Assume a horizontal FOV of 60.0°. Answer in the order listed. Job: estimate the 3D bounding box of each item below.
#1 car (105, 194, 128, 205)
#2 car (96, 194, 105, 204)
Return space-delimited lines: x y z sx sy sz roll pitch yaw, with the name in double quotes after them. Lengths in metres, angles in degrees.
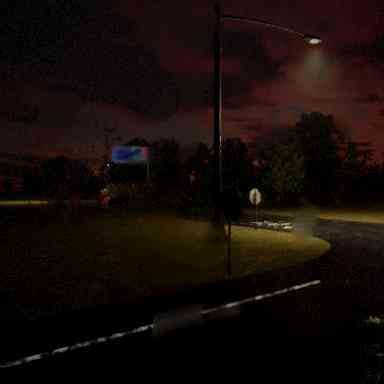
-12.513 1.226 56.091 2.097 1.767 4.553 0 0 -34 "car"
-15.990 1.215 61.171 2.097 1.767 4.553 0 0 -34 "car"
